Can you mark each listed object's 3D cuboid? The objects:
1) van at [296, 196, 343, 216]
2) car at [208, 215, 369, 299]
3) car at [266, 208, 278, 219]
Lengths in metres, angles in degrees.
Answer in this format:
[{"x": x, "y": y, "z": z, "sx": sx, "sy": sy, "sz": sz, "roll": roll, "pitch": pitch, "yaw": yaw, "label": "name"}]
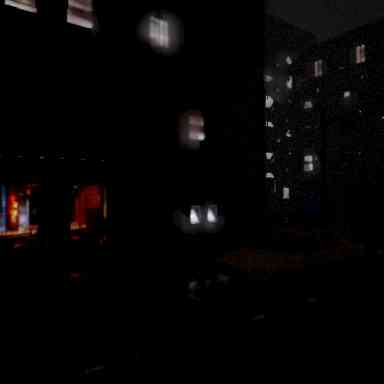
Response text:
[{"x": 11.148, "y": 1.254, "z": 29.326, "sx": 1.690, "sy": 1.788, "sz": 3.998, "roll": 0, "pitch": 0, "yaw": -36, "label": "van"}, {"x": 2.619, "y": 1.517, "z": 8.432, "sx": 4.829, "sy": 1.417, "sz": 1.752, "roll": 0, "pitch": 0, "yaw": -35, "label": "car"}, {"x": 4.349, "y": 1.422, "z": 24.428, "sx": 1.967, "sy": 1.590, "sz": 4.097, "roll": 0, "pitch": 0, "yaw": -36, "label": "car"}]
